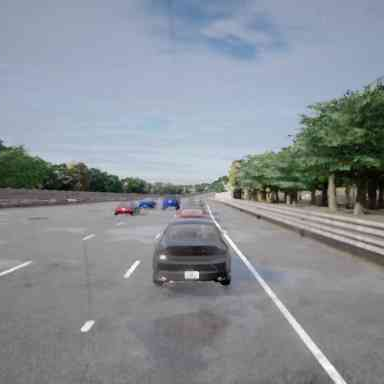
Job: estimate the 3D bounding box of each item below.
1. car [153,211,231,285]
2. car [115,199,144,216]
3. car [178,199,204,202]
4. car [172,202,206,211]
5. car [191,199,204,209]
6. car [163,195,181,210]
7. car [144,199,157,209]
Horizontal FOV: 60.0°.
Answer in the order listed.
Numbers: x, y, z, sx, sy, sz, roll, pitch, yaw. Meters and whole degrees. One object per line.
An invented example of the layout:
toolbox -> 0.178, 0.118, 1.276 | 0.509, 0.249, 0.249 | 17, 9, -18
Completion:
car -> -0.003, 1.510, 9.443 | 1.837, 1.490, 4.892 | 0, 0, 0
car -> -6.658, 1.680, 34.618 | 1.994, 1.385, 4.181 | 0, 0, 1
car -> 0.075, 1.549, 26.785 | 1.837, 1.490, 4.892 | 0, 0, 1
car -> 0.006, 1.555, 19.441 | 1.812, 1.442, 4.674 | 0, 0, 0
car -> 0.805, 1.703, 48.189 | 1.812, 1.442, 4.674 | 0, -1, 2
car -> -2.769, 1.395, 46.165 | 2.150, 2.045, 5.566 | 0, 0, 2
car -> -6.214, 1.679, 47.725 | 1.882, 1.535, 5.008 | 0, -1, 2
